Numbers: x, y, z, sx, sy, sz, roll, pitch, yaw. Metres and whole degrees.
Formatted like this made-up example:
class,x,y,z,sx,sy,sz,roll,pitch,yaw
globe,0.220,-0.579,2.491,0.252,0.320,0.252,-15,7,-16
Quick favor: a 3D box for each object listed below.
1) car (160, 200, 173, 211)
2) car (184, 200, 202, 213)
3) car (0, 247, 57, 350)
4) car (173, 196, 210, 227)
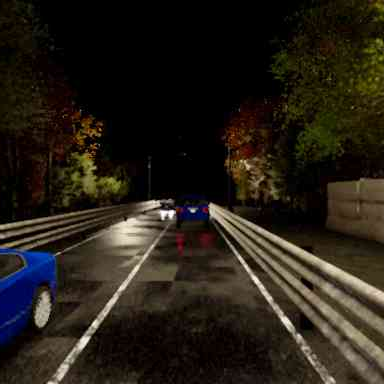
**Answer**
class,x,y,z,sx,sy,sz,roll,pitch,yaw
car,-3.326,1.801,46.224,2.128,1.511,4.902,0,-1,0
car,0.101,1.785,41.484,2.033,1.411,5.357,0,-1,0
car,-3.349,1.470,3.956,1.882,1.535,5.008,0,0,0
car,0.079,1.269,22.976,2.150,2.045,5.566,0,0,0
